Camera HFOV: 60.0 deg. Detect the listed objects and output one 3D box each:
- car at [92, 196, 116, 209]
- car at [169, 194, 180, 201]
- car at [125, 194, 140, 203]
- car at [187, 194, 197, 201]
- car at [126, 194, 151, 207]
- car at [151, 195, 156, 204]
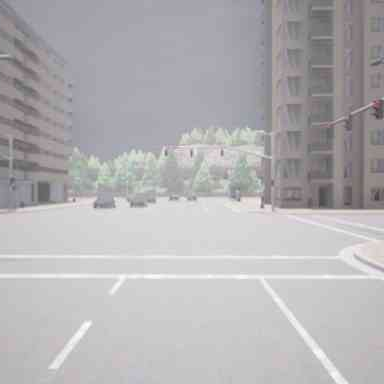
[{"bbox_3d":[-10.593,1.250,40.422,1.837,1.490,4.892,0,1,0],"label":"car"},{"bbox_3d":[-3.512,1.115,65.926,1.812,1.442,4.674,0,0,0],"label":"car"},{"bbox_3d":[-10.533,1.153,59.548,1.812,1.442,4.674,0,0,1],"label":"car"},{"bbox_3d":[-0.012,1.080,65.927,2.128,1.511,4.902,0,0,0],"label":"car"},{"bbox_3d":[-7.081,1.226,44.560,1.837,1.490,4.892,0,0,0],"label":"car"},{"bbox_3d":[-7.067,1.217,55.327,1.994,1.385,4.181,0,1,0],"label":"car"}]
